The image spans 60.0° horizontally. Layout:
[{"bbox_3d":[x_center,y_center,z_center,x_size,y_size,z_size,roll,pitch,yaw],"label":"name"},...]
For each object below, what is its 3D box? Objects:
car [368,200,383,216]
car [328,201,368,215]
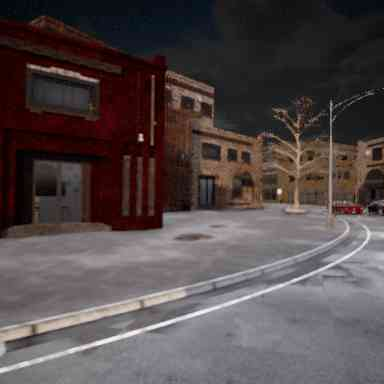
[{"bbox_3d":[19.224,1.570,33.535,2.128,1.511,4.902,1,0,5],"label":"car"},{"bbox_3d":[15.664,1.633,34.114,1.895,1.301,4.718,1,0,3],"label":"car"}]
